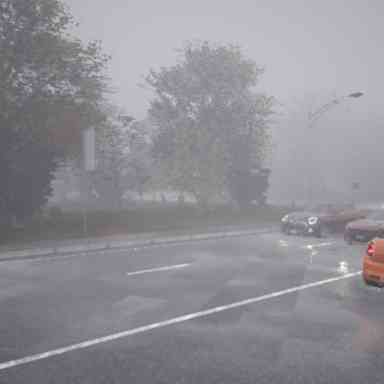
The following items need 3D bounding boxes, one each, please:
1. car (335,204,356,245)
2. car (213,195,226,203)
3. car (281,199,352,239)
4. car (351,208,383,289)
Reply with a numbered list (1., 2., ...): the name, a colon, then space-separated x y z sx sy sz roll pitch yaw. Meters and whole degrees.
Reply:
1. car: 8.387 1.406 13.821 5.008 1.535 1.882 0 0 -33
2. car: 5.788 1.047 60.983 2.097 1.767 4.553 -1 0 -36
3. car: 6.639 1.276 16.858 4.553 1.767 2.097 0 0 -33
4. car: 6.087 1.314 7.831 4.553 1.767 2.097 0 0 -34
